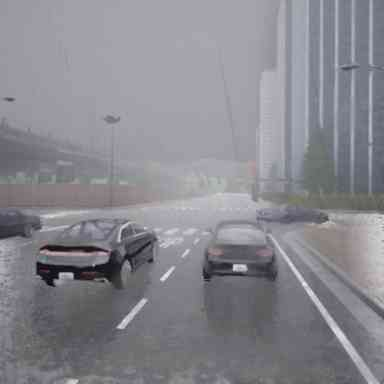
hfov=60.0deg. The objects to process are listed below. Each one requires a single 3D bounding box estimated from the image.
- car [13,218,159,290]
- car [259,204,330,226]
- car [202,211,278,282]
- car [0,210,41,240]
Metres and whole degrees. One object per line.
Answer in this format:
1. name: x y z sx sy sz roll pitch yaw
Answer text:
1. car: -2.219 1.463 9.051 2.128 1.511 4.902 0 0 7
2. car: 7.163 1.548 23.456 5.357 1.411 2.033 1 0 -24
3. car: 1.359 1.513 9.651 1.812 1.442 4.674 0 0 7
4. car: -8.722 1.479 14.471 2.033 1.411 5.357 0 0 8
